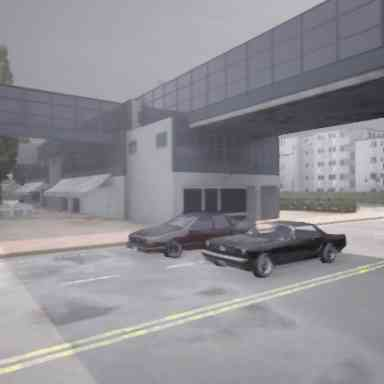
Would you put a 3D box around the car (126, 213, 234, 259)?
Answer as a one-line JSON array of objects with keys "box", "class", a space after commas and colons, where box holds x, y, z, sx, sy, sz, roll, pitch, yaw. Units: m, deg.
[{"box": [0.251, 1.516, 12.755, 5.357, 1.411, 2.033, 0, 0, -35], "class": "car"}]

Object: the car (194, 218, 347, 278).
[{"box": [2.611, 1.567, 10.137, 4.718, 1.301, 1.895, 0, 0, -35], "class": "car"}]
